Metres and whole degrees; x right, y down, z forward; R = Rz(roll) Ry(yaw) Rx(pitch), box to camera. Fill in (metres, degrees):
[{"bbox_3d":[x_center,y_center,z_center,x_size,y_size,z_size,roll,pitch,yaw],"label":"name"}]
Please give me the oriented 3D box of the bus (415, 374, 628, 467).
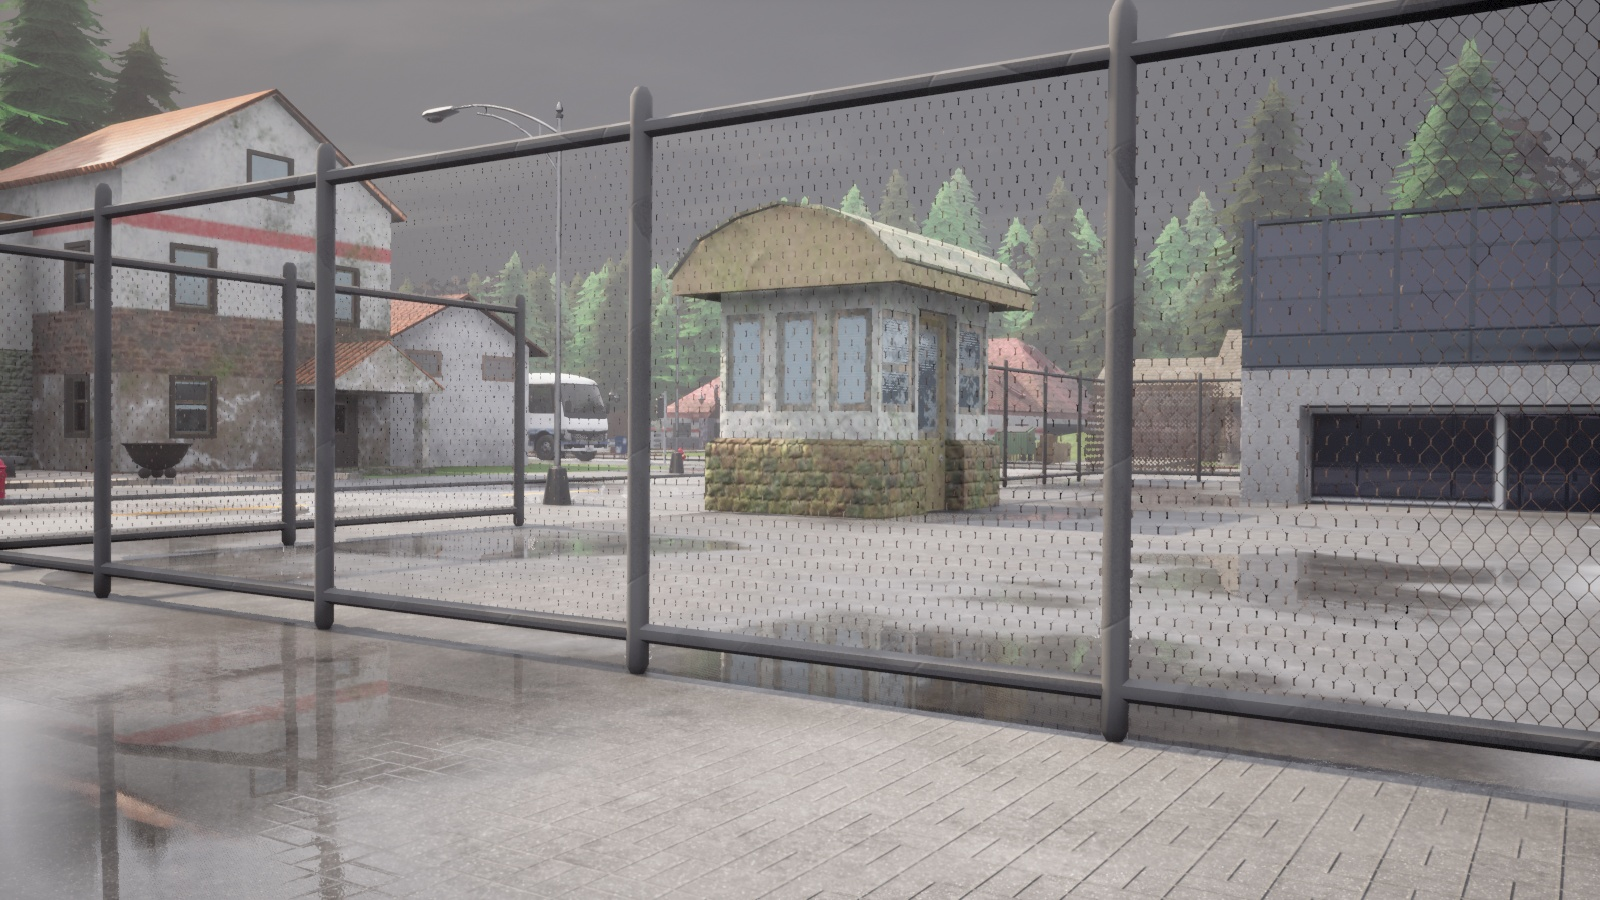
[{"bbox_3d":[-13.741,-1.362,61.640,10.273,4.253,3.944,0,1,31],"label":"bus"}]
